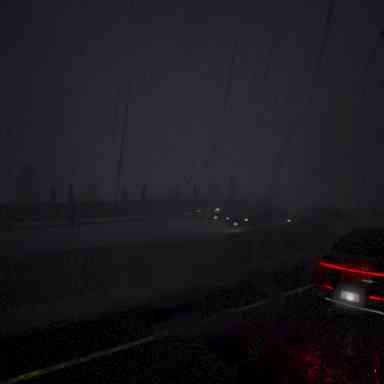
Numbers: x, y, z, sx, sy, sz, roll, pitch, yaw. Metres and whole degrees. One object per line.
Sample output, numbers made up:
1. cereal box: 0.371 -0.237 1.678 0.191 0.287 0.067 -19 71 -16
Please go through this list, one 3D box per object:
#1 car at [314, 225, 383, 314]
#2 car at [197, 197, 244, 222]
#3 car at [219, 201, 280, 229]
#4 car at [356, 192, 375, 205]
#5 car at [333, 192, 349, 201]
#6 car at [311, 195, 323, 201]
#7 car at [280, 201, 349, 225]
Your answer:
1. car: 4.483 1.469 7.055 4.892 1.490 1.837 0 0 -40
2. car: 2.393 1.298 24.638 2.097 1.767 4.553 0 0 43
3. car: 4.387 1.487 21.535 2.033 1.411 5.357 0 0 43
4. car: 28.234 0.967 54.281 2.150 2.045 5.566 0 0 20
5. car: 25.283 0.981 56.539 2.150 2.045 5.566 0 0 19
6. car: 23.143 1.322 61.739 1.994 1.385 4.181 0 0 16
7. car: 7.627 1.471 19.887 2.033 1.411 5.357 0 0 43
